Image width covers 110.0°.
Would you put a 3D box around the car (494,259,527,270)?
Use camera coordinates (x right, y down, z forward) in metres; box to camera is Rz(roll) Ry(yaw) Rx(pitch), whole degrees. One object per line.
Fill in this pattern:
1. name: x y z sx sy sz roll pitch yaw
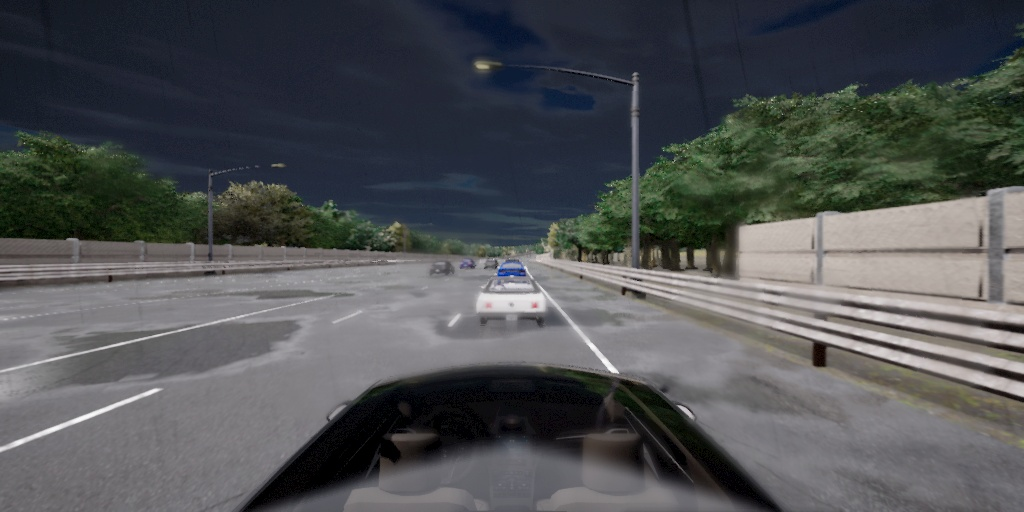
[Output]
1. car: -0.007 1.140 24.667 1.882 1.535 5.008 0 0 0

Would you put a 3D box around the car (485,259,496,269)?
1. car: -2.947 1.137 53.296 2.128 1.511 4.902 0 0 2

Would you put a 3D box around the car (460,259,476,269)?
1. car: -6.453 1.191 53.193 1.812 1.442 4.674 0 0 2

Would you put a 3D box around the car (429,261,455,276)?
1. car: -6.912 1.191 35.658 1.812 1.442 4.674 0 0 1

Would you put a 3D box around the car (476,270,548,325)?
1. car: -0.002 1.309 11.546 1.895 1.301 4.718 0 0 0
